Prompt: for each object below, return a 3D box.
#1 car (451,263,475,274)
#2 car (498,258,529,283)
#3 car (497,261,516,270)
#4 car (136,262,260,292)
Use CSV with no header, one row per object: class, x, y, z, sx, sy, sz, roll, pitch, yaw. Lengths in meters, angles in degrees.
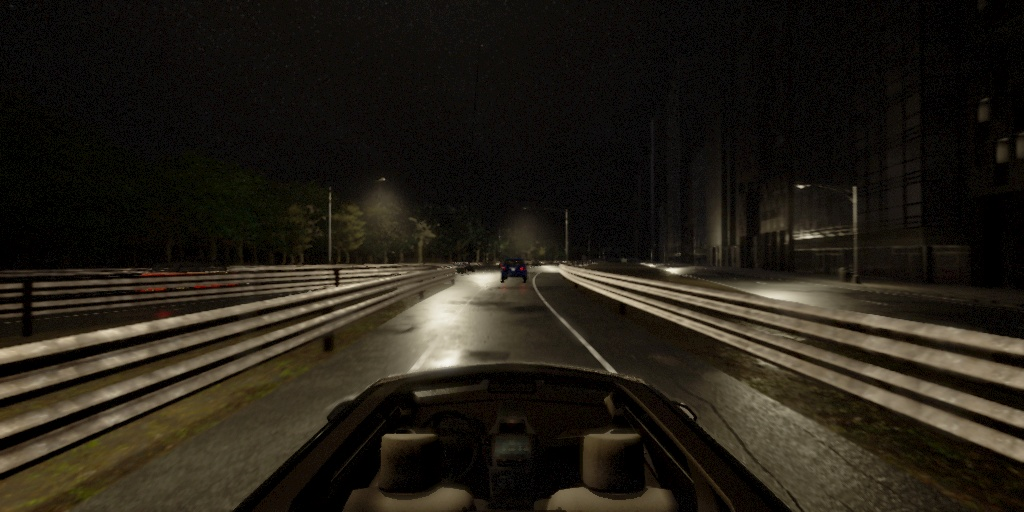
car,-6.236,1.528,45.945,1.994,1.385,4.181,0,-1,17
car,0.256,1.188,31.297,2.150,2.045,5.566,-1,0,3
car,-0.919,1.652,63.143,1.837,1.490,4.892,0,-1,17
car,-15.012,1.056,17.573,2.097,1.767,4.553,0,-1,17
